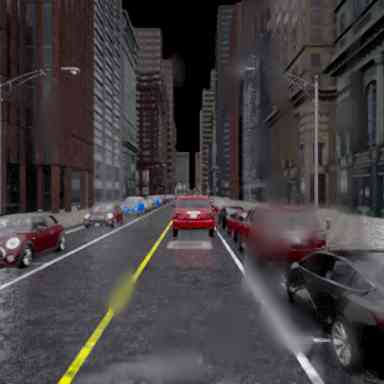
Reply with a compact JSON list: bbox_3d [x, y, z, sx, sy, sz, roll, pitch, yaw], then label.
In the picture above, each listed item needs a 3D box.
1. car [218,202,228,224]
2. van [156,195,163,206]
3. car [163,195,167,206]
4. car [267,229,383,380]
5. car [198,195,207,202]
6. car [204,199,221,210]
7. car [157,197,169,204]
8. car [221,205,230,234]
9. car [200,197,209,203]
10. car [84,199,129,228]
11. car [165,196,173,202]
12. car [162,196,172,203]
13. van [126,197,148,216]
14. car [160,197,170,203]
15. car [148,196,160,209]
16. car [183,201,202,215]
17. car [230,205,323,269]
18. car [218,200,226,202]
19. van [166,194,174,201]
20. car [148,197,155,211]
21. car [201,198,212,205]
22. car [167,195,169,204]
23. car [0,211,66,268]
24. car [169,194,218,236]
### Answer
[{"bbox_3d":[2.724,1.615,22.381,1.947,1.339,4.313,0,0,0],"label":"car"},{"bbox_3d":[-5.847,1.457,50.542,1.690,1.788,3.998,0,0,0],"label":"van"},{"bbox_3d":[-5.855,1.570,56.178,1.967,1.590,4.097,0,0,0],"label":"car"},{"bbox_3d":[2.750,1.578,5.472,1.947,1.339,4.313,0,0,0],"label":"car"},{"bbox_3d":[2.625,1.649,84.380,1.967,1.590,4.097,0,0,0],"label":"car"},{"bbox_3d":[2.688,1.667,44.925,1.947,1.339,4.313,0,0,0],"label":"car"},{"bbox_3d":[-5.872,1.726,67.452,1.947,1.339,4.313,0,0,0],"label":"car"},{"bbox_3d":[2.733,1.582,16.745,1.887,1.381,4.507,0,0,0],"label":"car"},{"bbox_3d":[2.644,1.758,73.107,1.802,1.307,4.206,0,0,0],"label":"car"},{"bbox_3d":[-5.802,1.489,22.359,1.967,1.590,4.097,0,0,0],"label":"car"},{"bbox_3d":[-5.899,1.790,84.362,1.802,1.307,4.206,0,0,0],"label":"car"},{"bbox_3d":[-5.891,1.742,78.725,2.008,1.369,4.403,0,0,0],"label":"car"},{"bbox_3d":[-5.820,1.415,33.633,1.690,1.788,3.998,0,0,0],"label":"van"},{"bbox_3d":[-5.881,1.741,73.088,1.947,1.339,4.313,0,0,0],"label":"car"},{"bbox_3d":[-5.837,1.652,44.905,2.008,1.369,4.403,0,0,0],"label":"car"},{"bbox_3d":[0.041,1.682,36.695,1.895,1.301,4.718,0,0,0],"label":"car"},{"bbox_3d":[2.741,1.340,11.109,2.192,1.841,5.009,0,0,0],"label":"car"},{"bbox_3d":[2.705,1.514,33.653,1.967,1.590,4.097,0,0,0],"label":"car"},{"bbox_3d":[-5.909,1.567,89.999,1.690,1.788,3.998,0,0,0],"label":"van"},{"bbox_3d":[-5.828,1.612,39.099,1.752,1.417,4.829,0,0,0],"label":"car"},{"bbox_3d":[2.661,1.728,61.835,1.802,1.307,4.206,0,0,0],"label":"car"},{"bbox_3d":[-5.865,1.460,61.816,2.192,1.841,5.009,0,0,0],"label":"car"},{"bbox_3d":[-5.784,1.464,11.086,1.967,1.590,4.097,0,0,0],"label":"car"},{"bbox_3d":[0.069,1.263,18.790,2.150,2.045,5.566,0,0,0],"label":"car"}]
